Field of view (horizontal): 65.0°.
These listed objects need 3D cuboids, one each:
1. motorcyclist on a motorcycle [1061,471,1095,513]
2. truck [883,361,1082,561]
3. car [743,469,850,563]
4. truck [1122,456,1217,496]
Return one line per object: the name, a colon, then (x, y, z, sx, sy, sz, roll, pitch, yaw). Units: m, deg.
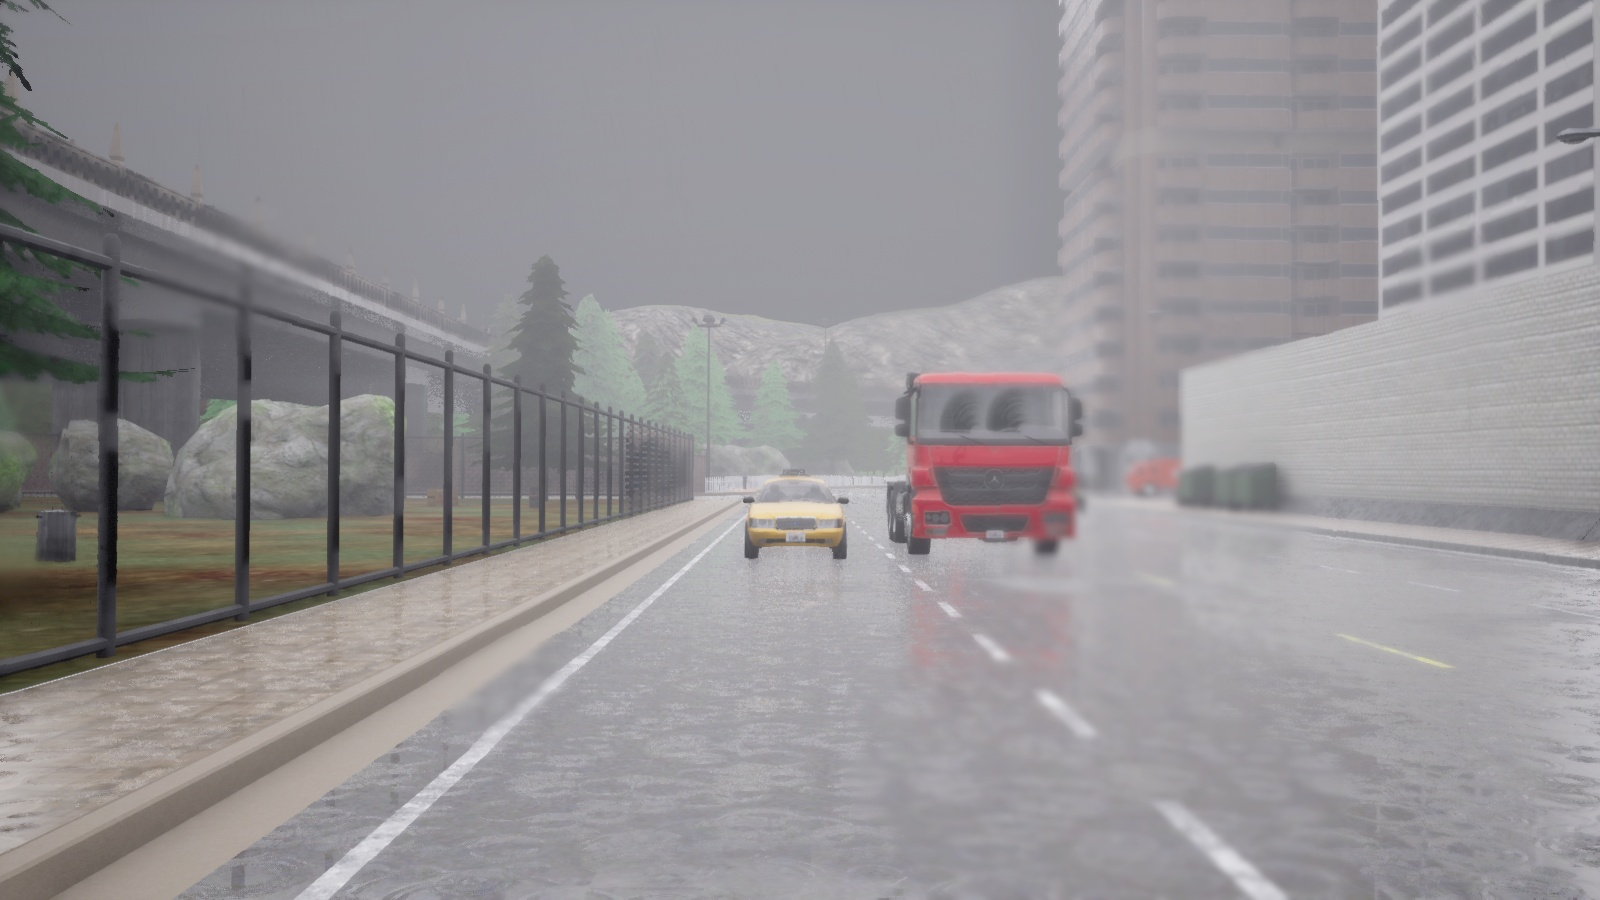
motorcyclist on a motorcycle: (10.365, 1.540, 46.853, 0.797, 1.523, 2.044, 0, -1, 0)
truck: (3.422, 0.250, 25.734, 2.891, 3.462, 7.936, 0, -1, 0)
car: (-0.069, 1.153, 23.808, 1.801, 1.575, 5.366, 0, -1, 0)
truck: (23.187, 1.623, 79.072, 5.204, 2.467, 2.627, 0, -1, 0)
